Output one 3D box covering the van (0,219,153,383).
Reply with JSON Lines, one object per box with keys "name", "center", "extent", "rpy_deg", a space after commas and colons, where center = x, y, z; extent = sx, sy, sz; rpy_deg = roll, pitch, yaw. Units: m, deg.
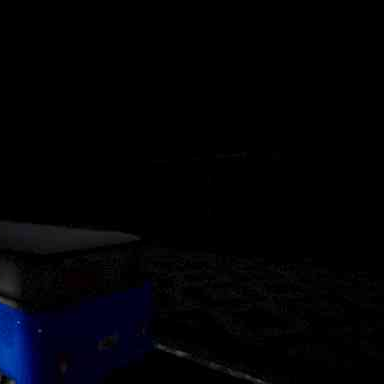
{"name": "van", "center": [-2.380, 1.331, 4.565], "extent": [3.998, 1.788, 1.690], "rpy_deg": [0, 0, 36]}
